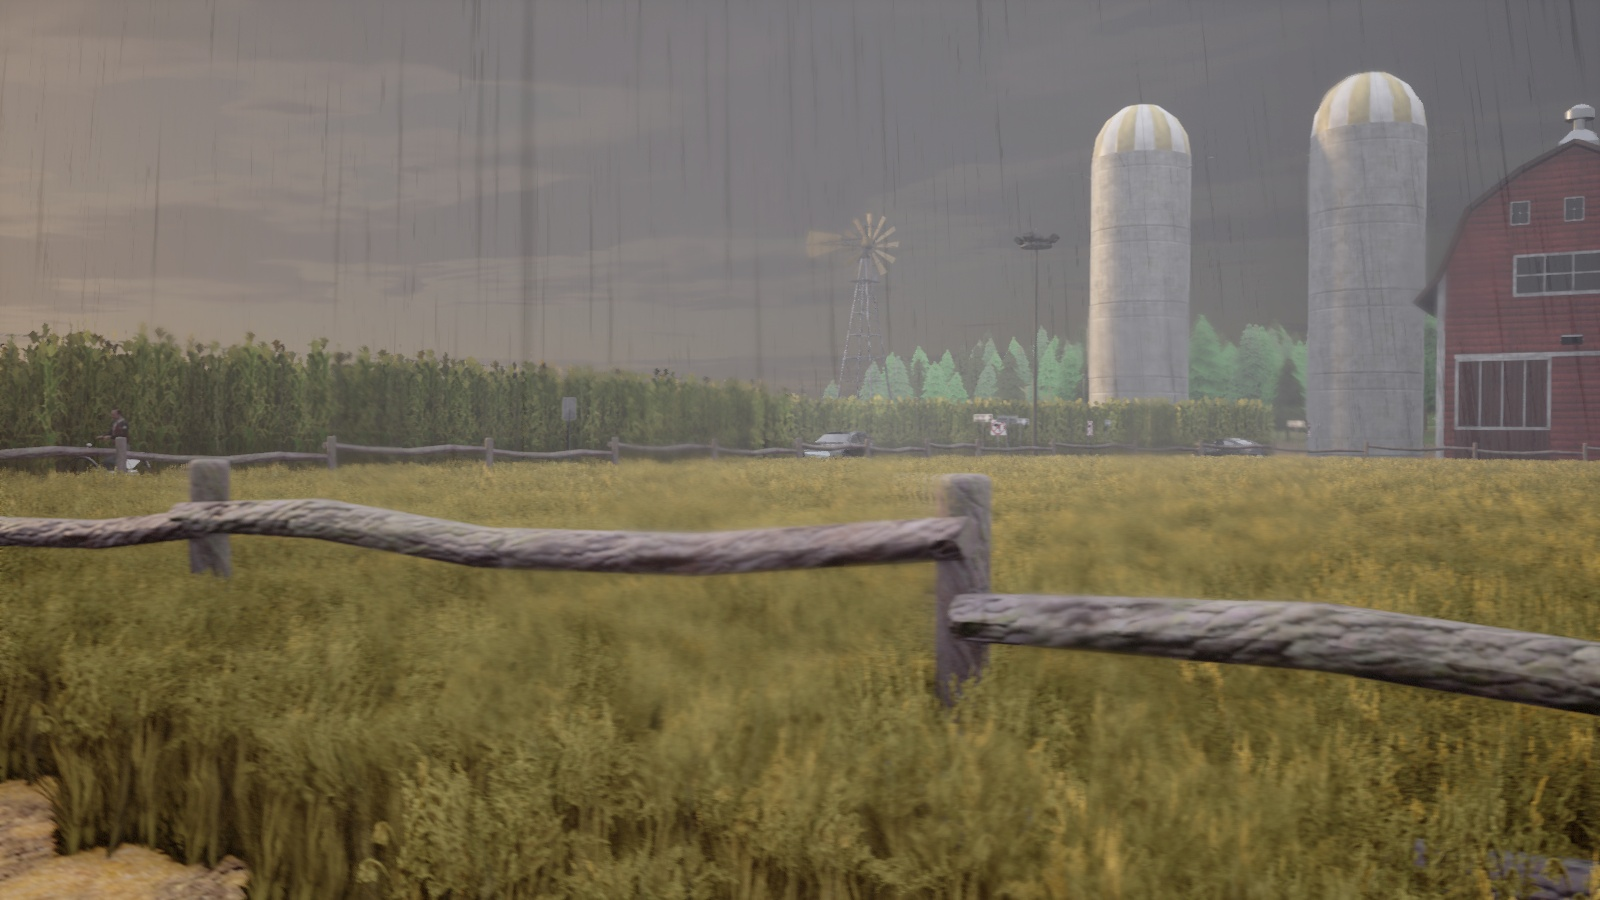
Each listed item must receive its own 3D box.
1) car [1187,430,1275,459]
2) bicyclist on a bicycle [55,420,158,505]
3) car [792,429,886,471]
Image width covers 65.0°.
[{"bbox_3d":[22.228,-0.298,65.015,1.812,1.442,4.674,-1,1,-19],"label":"car"},{"bbox_3d":[-14.933,0.260,27.082,0.659,1.776,1.843,0,0,34],"label":"bicyclist on a bicycle"},{"bbox_3d":[1.686,-0.017,51.971,2.033,1.649,4.856,0,1,26],"label":"car"}]
